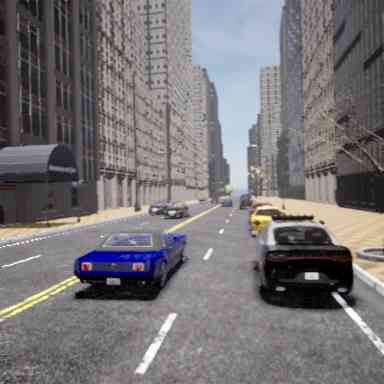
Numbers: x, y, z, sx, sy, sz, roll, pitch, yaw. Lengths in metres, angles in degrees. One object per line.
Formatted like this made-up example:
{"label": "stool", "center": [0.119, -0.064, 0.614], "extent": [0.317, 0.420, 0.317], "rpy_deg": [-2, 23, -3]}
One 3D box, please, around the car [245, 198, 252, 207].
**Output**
{"label": "car", "center": [5.129, 1.499, 24.611], "extent": [1.882, 1.535, 5.008], "rpy_deg": [-1, 0, 9]}

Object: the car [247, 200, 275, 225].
{"label": "car", "center": [4.232, 1.462, 18.870], "extent": [1.801, 1.575, 5.366], "rpy_deg": [-1, 0, 9]}

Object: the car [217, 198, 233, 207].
{"label": "car", "center": [5.965, 1.716, 56.719], "extent": [2.128, 1.511, 4.902], "rpy_deg": [-1, 0, 9]}

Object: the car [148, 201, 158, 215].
{"label": "car", "center": [-3.664, 1.822, 38.420], "extent": [2.128, 1.511, 4.902], "rpy_deg": [-1, 0, 9]}

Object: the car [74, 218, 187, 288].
{"label": "car", "center": [-1.390, 1.690, 9.553], "extent": [1.895, 1.301, 4.718], "rpy_deg": [-1, 0, 9]}

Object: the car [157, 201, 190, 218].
{"label": "car", "center": [-1.407, 1.722, 31.826], "extent": [2.128, 1.511, 4.902], "rpy_deg": [-1, 0, 9]}

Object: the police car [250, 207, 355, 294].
{"label": "police car", "center": [2.678, 1.409, 8.910], "extent": [1.930, 1.638, 5.238], "rpy_deg": [-1, 0, 9]}

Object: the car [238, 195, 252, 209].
{"label": "car", "center": [7.653, 1.614, 46.904], "extent": [1.837, 1.490, 4.892], "rpy_deg": [-1, 0, 9]}

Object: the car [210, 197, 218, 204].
{"label": "car", "center": [5.010, 1.854, 72.316], "extent": [1.837, 1.490, 4.892], "rpy_deg": [-1, 0, 9]}
